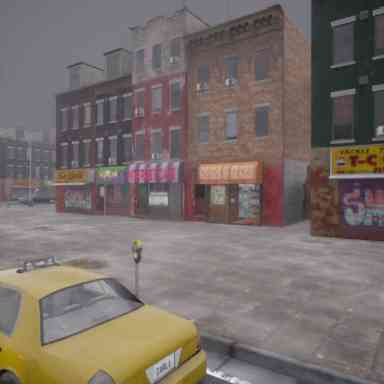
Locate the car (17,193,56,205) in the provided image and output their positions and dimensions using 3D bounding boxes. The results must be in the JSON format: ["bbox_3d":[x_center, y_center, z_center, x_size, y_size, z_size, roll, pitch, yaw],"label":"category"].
[{"bbox_3d":[-19.857,0.874,42.846,1.837,1.490,4.892,0,1,35],"label":"car"}]

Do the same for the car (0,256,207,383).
[{"bbox_3d":[-2.131,1.525,4.317,4.829,1.417,1.752,0,0,35],"label":"car"}]
